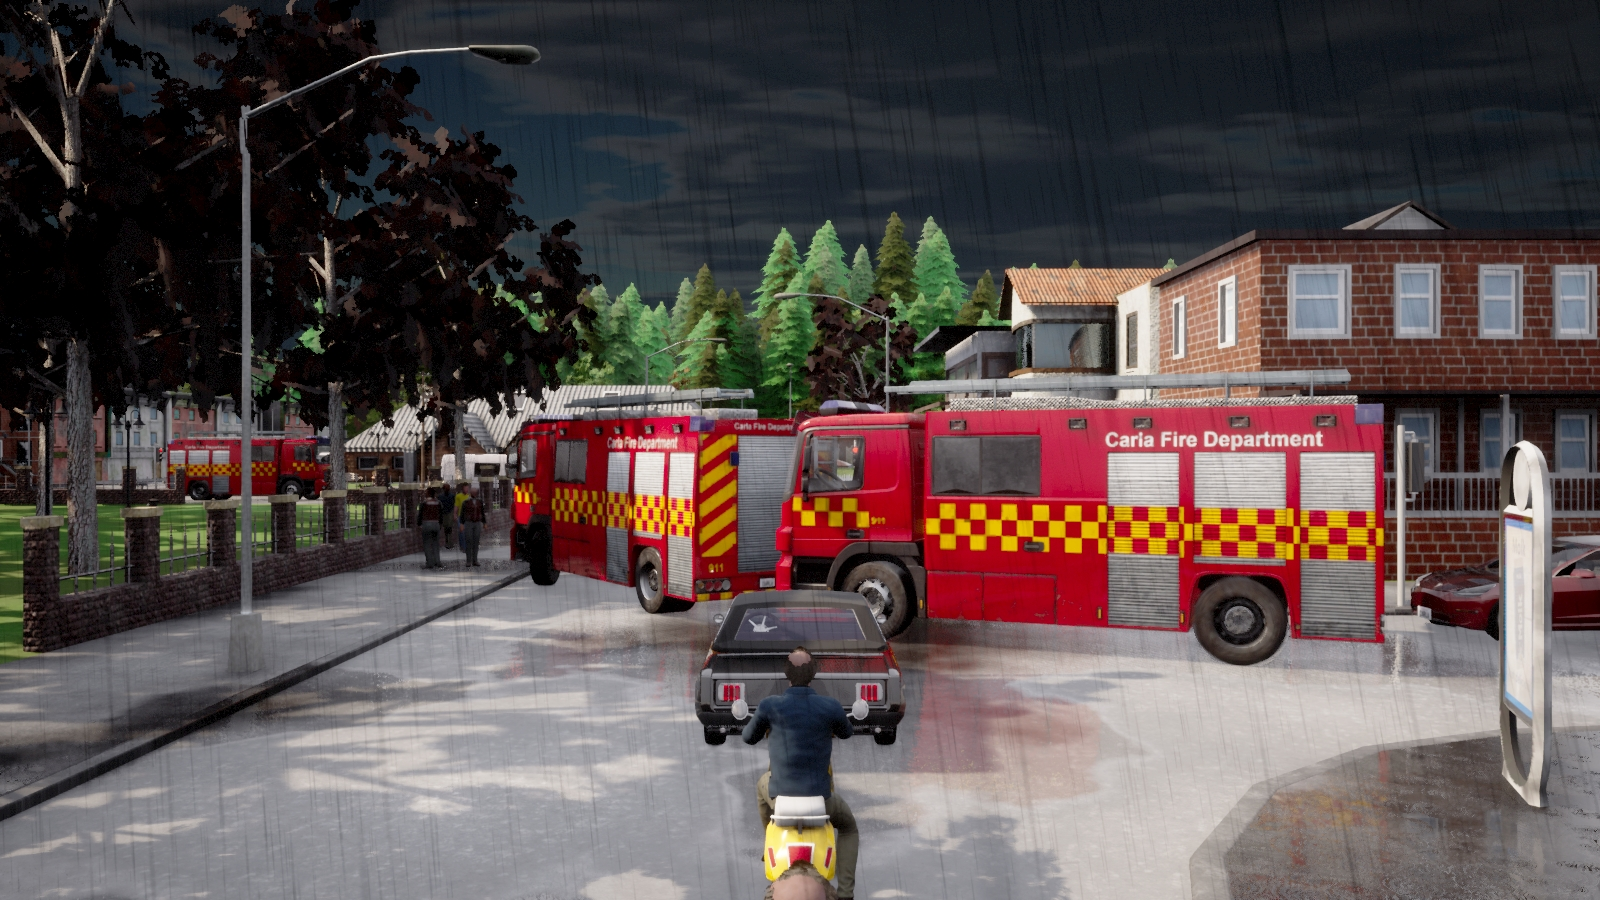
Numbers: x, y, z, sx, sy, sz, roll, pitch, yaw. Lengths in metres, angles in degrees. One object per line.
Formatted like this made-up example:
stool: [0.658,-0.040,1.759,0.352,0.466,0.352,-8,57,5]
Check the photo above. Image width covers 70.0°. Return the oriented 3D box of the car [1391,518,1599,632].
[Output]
car: [11.901,1.835,17.293,4.792,1.488,2.163,0,0,0]

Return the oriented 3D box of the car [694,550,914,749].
car: [0.033,1.930,12.217,1.895,1.301,4.718,0,0,0]

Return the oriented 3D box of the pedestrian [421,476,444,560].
pedestrian: [-8.229,1.514,25.587,0.375,1.860,0.375,0,0,-38]

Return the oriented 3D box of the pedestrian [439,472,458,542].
pedestrian: [-9.347,1.512,30.384,0.375,1.860,0.375,0,0,0]

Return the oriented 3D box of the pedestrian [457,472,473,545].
pedestrian: [-8.645,1.513,29.495,0.375,1.860,0.375,0,0,-14]

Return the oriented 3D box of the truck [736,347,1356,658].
truck: [3.498,0.662,17.037,8.468,3.827,2.891,0,0,23]

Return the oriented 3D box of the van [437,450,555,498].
van: [-16.613,1.289,62.612,5.915,2.561,1.988,0,0,0]

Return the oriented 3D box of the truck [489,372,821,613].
truck: [-3.231,0.662,22.435,2.891,3.827,8.468,0,0,-34]

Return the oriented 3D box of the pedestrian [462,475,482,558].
pedestrian: [-7.486,1.514,26.081,0.375,1.860,0.375,0,0,-29]

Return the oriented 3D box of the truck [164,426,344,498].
truck: [-29.853,0.645,62.699,8.468,3.827,2.891,0,0,1]

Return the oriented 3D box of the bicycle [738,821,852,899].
bicycle: [-0.015,1.938,3.086,0.329,1.271,1.835,0,0,0]
